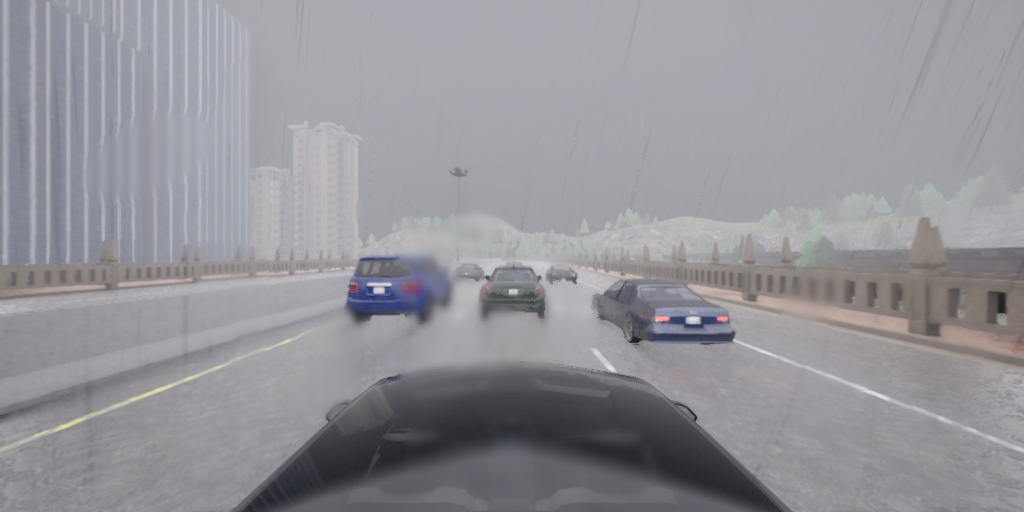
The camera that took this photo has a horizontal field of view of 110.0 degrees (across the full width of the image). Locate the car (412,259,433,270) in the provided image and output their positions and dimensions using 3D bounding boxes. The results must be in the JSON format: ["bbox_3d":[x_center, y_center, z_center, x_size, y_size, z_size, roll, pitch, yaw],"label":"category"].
[{"bbox_3d":[-13.294,1.237,53.564,1.837,1.490,4.892,0,0,2],"label":"car"}]

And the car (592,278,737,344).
[{"bbox_3d":[3.545,1.295,9.495,2.033,1.411,5.357,0,0,0],"label":"car"}]

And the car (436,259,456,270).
[{"bbox_3d":[-9.793,1.237,53.604,1.837,1.490,4.892,0,0,2],"label":"car"}]

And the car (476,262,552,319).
[{"bbox_3d":[0.070,1.097,12.912,2.097,1.767,4.553,0,0,0],"label":"car"}]

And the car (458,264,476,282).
[{"bbox_3d":[-3.314,1.305,28.803,1.994,1.385,4.181,0,0,1],"label":"car"}]

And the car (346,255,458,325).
[{"bbox_3d":[-3.435,0.970,12.010,2.150,2.045,5.566,0,0,0],"label":"car"}]

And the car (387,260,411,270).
[{"bbox_3d":[-16.796,1.297,53.482,1.994,1.385,4.181,0,0,2],"label":"car"}]

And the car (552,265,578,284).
[{"bbox_3d":[3.637,1.343,26.776,1.895,1.301,4.718,0,0,1],"label":"car"}]
